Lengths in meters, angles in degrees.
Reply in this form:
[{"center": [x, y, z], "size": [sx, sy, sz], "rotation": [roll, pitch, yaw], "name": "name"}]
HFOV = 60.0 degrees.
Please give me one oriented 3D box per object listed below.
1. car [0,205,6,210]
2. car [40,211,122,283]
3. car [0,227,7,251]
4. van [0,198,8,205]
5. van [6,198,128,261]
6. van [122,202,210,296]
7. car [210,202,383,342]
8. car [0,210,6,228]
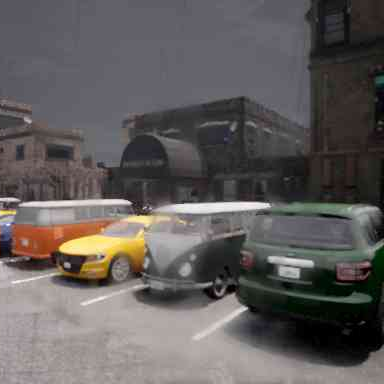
[{"center": [-8.418, 1.516, 14.724], "size": [1.946, 1.575, 5.366], "rotation": [0, 0, 35], "name": "car"}, {"center": [-1.571, 1.497, 10.079], "size": [2.097, 1.535, 5.008], "rotation": [0, 0, 35], "name": "car"}, {"center": [-6.627, 1.588, 8.101], "size": [4.181, 1.385, 1.994], "rotation": [0, 0, 35], "name": "car"}, {"center": [-10.490, 1.301, 16.572], "size": [1.878, 1.987, 4.442], "rotation": [0, 0, 35], "name": "van"}, {"center": [-3.753, 1.278, 11.770], "size": [1.878, 1.987, 4.442], "rotation": [0, 0, 35], "name": "van"}, {"center": [0.603, 1.265, 8.379], "size": [1.878, 1.987, 4.442], "rotation": [0, 0, 35], "name": "van"}, {"center": [2.933, 1.233, 6.896], "size": [2.435, 2.045, 5.566], "rotation": [0, 0, 35], "name": "car"}, {"center": [-6.066, 1.551, 13.273], "size": [2.002, 1.452, 4.674], "rotation": [0, 0, 35], "name": "car"}]
